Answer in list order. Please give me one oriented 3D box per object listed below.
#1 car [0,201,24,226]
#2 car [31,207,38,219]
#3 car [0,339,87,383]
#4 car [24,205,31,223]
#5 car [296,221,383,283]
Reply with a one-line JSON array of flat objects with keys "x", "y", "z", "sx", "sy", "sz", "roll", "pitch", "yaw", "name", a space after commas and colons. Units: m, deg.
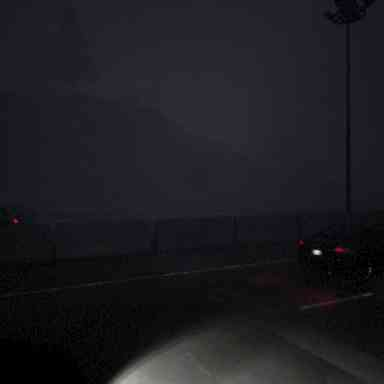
[{"x": -9.742, "y": 1.341, "z": 13.979, "sx": 4.553, "sy": 1.767, "sz": 2.097, "roll": 0, "pitch": 0, "yaw": -29, "name": "car"}, {"x": -13.757, "y": 1.453, "z": 23.748, "sx": 5.008, "sy": 1.535, "sz": 1.882, "roll": 0, "pitch": 0, "yaw": -28, "name": "car"}, {"x": -2.587, "y": 1.565, "z": 1.731, "sx": 4.181, "sy": 1.385, "sz": 1.994, "roll": 0, "pitch": 0, "yaw": -29, "name": "car"}, {"x": -12.776, "y": 1.486, "z": 20.295, "sx": 4.892, "sy": 1.490, "sz": 1.837, "roll": 0, "pitch": 0, "yaw": -29, "name": "car"}, {"x": 5.056, "y": 1.533, "z": 9.479, "sx": 4.181, "sy": 1.385, "sz": 1.994, "roll": 0, "pitch": 0, "yaw": -25, "name": "car"}]
